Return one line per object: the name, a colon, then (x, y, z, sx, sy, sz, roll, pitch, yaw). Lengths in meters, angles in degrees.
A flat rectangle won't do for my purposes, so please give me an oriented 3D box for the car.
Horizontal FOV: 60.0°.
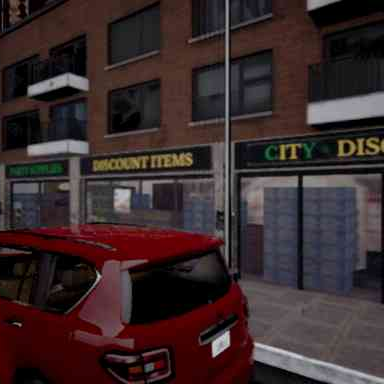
car: (-1.710, 1.314, 4.094, 5.009, 1.841, 2.192, 0, 0, 36)
